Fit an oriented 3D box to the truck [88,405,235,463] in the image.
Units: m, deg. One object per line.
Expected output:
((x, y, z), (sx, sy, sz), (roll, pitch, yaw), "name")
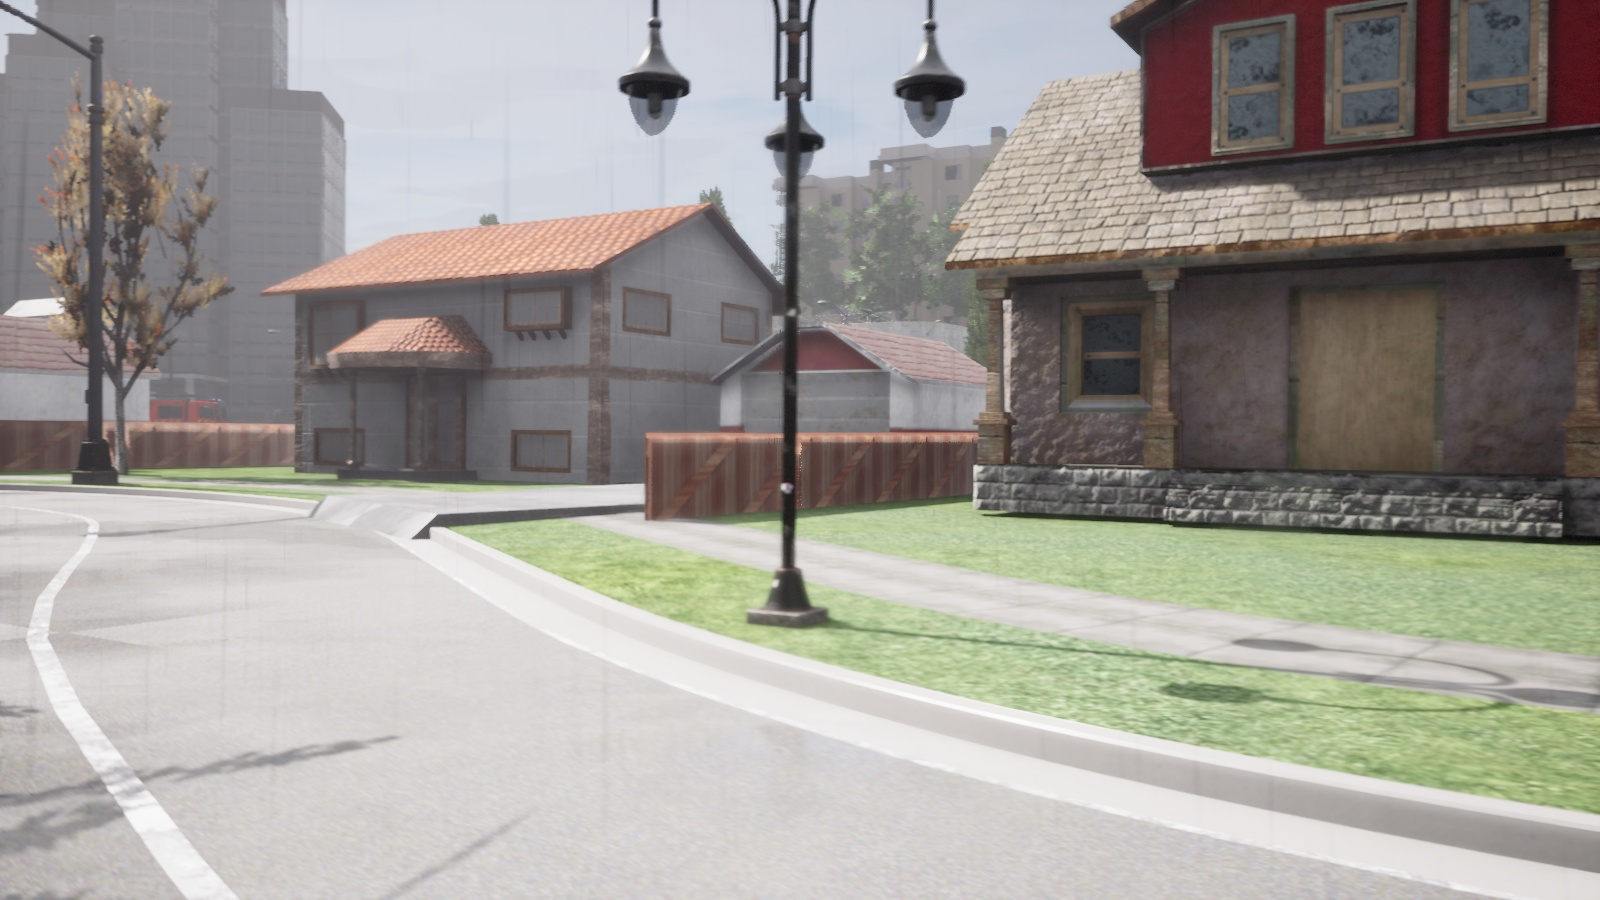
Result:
((-43.654, -1.132, 86.100), (8.468, 3.827, 2.891), (-1, 1, -11), "truck")
